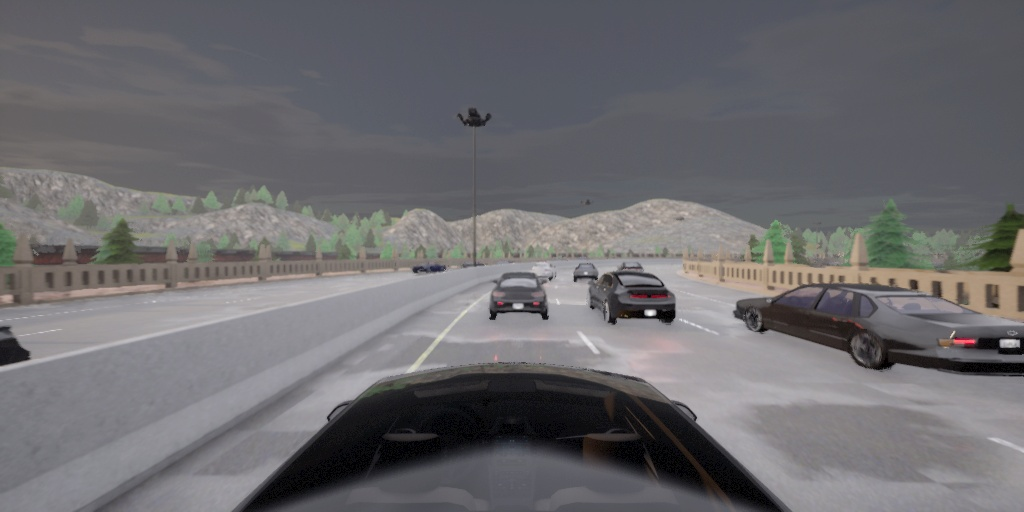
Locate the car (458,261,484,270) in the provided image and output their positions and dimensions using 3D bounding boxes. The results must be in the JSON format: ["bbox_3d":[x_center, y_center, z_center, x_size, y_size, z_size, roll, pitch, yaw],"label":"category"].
[{"bbox_3d":[-4.770,1.278,42.836,1.994,1.385,4.181,0,0,19],"label":"car"}]

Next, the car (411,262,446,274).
[{"bbox_3d":[-9.300,1.317,40.318,1.895,1.301,4.718,0,0,17],"label":"car"}]

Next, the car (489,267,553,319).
[{"bbox_3d":[0.274,1.267,12.589,1.812,1.442,4.674,0,0,2],"label":"car"}]

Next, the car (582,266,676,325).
[{"bbox_3d":[3.742,1.247,11.880,1.837,1.490,4.892,0,0,2],"label":"car"}]

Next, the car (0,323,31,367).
[{"bbox_3d":[-7.066,1.254,2.434,1.837,1.490,4.892,0,0,0],"label":"car"}]

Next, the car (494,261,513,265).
[{"bbox_3d":[-0.910,1.262,43.522,2.033,1.411,5.357,0,0,20],"label":"car"}]

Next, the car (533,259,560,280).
[{"bbox_3d":[2.650,1.252,30.129,1.812,1.442,4.674,0,0,13],"label":"car"}]

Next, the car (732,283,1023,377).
[{"bbox_3d":[7.121,1.293,7.623,2.033,1.411,5.357,0,0,1],"label":"car"}]

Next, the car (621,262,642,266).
[{"bbox_3d":[9.521,1.219,28.793,2.128,1.511,4.902,0,0,13],"label":"car"}]

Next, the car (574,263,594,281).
[{"bbox_3d":[6.144,1.291,29.593,1.994,1.385,4.181,0,0,13],"label":"car"}]
